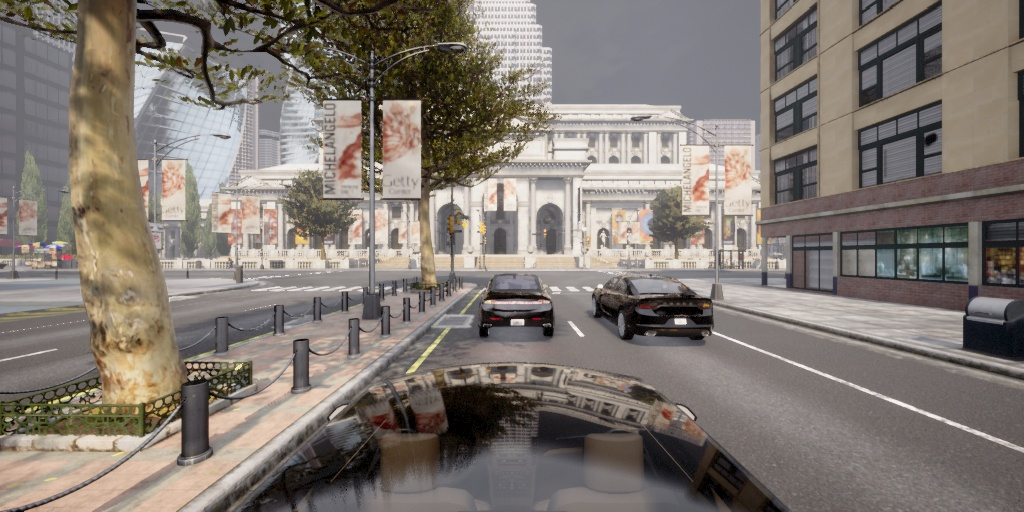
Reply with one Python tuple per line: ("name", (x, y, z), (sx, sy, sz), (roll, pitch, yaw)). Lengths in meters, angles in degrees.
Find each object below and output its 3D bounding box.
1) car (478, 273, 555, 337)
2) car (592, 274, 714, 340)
("car", (0.080, 1.241, 10.286), (2.128, 1.511, 4.902), (0, 0, -1))
("car", (3.564, 1.228, 10.019), (1.882, 1.535, 5.008), (0, 0, 0))
